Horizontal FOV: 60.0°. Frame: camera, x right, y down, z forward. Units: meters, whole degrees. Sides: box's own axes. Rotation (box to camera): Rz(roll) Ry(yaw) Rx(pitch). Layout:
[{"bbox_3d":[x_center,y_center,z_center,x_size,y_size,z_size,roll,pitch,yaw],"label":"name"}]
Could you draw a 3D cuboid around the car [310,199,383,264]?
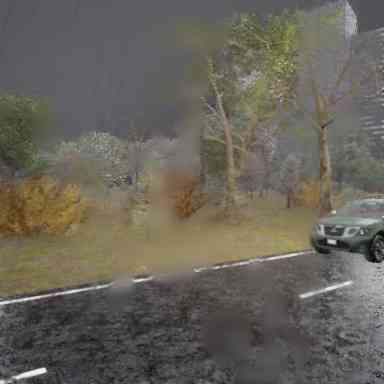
[{"bbox_3d":[6.844,1.289,12.544,5.566,2.045,2.150,0,0,-35],"label":"car"}]
